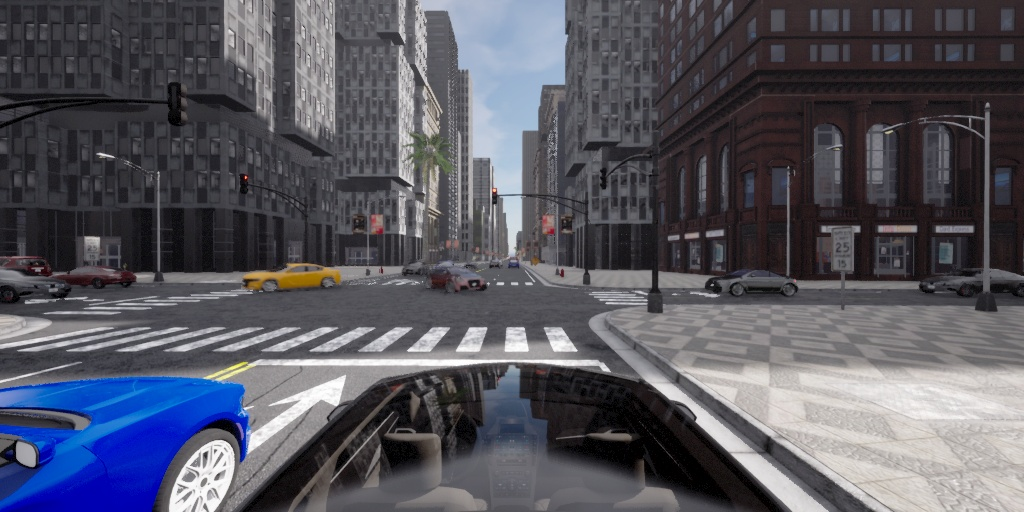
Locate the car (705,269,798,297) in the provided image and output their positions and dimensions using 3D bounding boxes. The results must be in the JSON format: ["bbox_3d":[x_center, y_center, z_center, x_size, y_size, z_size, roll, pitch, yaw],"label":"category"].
[{"bbox_3d":[12.704,1.381,19.164,4.181,1.385,1.994,0,0,0],"label":"car"}]

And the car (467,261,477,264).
[{"bbox_3d":[-6.323,1.478,55.417,1.895,1.301,4.718,0,0,0],"label":"car"}]

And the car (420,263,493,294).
[{"bbox_3d":[-3.258,1.303,20.380,1.994,1.385,4.181,0,0,-39],"label":"car"}]

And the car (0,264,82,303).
[{"bbox_3d":[-22.282,1.215,15.637,4.674,1.442,1.812,0,0,1],"label":"car"}]

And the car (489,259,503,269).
[{"bbox_3d":[-2.951,1.438,62.490,1.837,1.490,4.892,0,0,0],"label":"car"}]

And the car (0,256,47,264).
[{"bbox_3d":[-30.612,0.944,21.320,5.009,1.841,2.192,0,0,-1],"label":"car"}]

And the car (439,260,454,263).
[{"bbox_3d":[-6.435,1.251,34.767,1.882,1.535,5.008,0,0,0],"label":"car"}]

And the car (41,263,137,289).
[{"bbox_3d":[-24.973,1.231,21.379,4.207,1.307,1.802,0,0,-1],"label":"car"}]

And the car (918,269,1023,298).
[{"bbox_3d":[24.676,1.398,19.095,4.674,1.442,1.812,0,0,0],"label":"car"}]

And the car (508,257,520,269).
[{"bbox_3d":[0.343,1.408,62.167,1.882,1.535,5.008,0,0,1],"label":"car"}]

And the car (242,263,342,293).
[{"bbox_3d":[-12.579,1.179,20.832,1.882,1.535,5.008,2,1,36],"label":"car"}]

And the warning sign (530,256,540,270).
[{"bbox_3d":[3.074,0.941,47.326,1.300,1.860,1.060,0,0,0],"label":"warning sign"}]

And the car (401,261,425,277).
[{"bbox_3d":[-9.680,1.284,36.281,1.837,1.490,4.892,0,-1,0],"label":"car"}]

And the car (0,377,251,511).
[{"bbox_3d":[-3.156,1.228,1.000,1.882,1.535,5.008,0,0,0],"label":"car"}]
